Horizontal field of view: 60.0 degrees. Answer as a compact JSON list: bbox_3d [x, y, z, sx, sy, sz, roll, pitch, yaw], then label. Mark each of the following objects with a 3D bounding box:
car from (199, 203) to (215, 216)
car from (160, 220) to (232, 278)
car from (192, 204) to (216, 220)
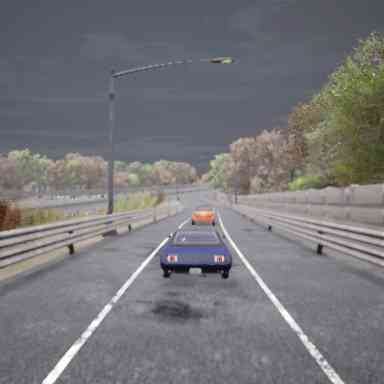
[{"bbox_3d":[2.123,2.412,46.499,2.097,1.767,4.553,0,-1,4],"label":"car"},{"bbox_3d":[0.148,1.795,10.763,1.895,1.301,4.718,0,-1,1],"label":"car"},{"bbox_3d":[1.112,2.037,30.829,2.097,1.767,4.553,0,-1,4],"label":"car"}]
